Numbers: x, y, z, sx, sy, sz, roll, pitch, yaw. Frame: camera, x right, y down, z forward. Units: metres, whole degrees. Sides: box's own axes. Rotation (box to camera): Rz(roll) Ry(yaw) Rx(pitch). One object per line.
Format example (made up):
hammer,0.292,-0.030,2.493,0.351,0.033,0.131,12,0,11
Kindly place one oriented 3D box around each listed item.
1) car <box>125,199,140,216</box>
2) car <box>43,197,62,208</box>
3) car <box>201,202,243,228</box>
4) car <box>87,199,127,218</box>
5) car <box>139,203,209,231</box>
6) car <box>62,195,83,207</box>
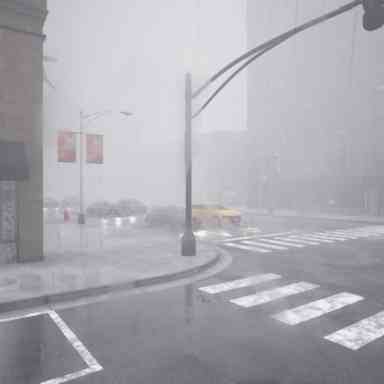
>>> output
car,-6.075,1.459,32.752,1.837,1.490,4.892,0,0,-36
car,-20.242,1.454,46.976,1.812,1.442,4.674,0,0,-35
car,1.298,1.450,22.518,1.882,1.535,5.008,0,0,-35
car,-7.834,1.524,29.629,1.994,1.385,4.181,0,0,-36
car,-1.209,1.541,20.437,1.994,1.385,4.181,0,0,-36
car,-17.729,1.274,49.050,2.097,1.767,4.553,0,0,-35
